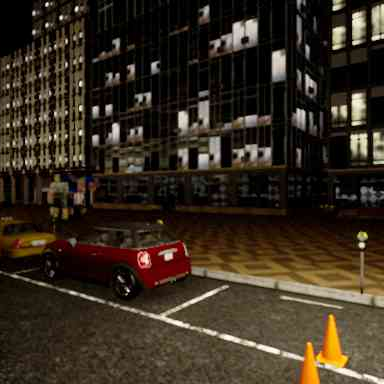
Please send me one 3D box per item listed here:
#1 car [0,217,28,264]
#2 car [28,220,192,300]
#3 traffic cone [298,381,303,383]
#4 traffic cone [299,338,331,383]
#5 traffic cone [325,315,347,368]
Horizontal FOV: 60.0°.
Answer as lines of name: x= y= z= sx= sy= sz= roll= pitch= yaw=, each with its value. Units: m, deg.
car: x=-6.714 y=1.573 z=11.856 sx=4.829 sy=1.417 sz=1.752 roll=0 pitch=0 yaw=36
car: x=-2.094 y=1.466 z=8.523 sx=4.097 sy=1.590 sz=1.967 roll=0 pitch=0 yaw=36
traffic cone: x=0.704 y=1.959 z=2.857 sx=0.340 sy=0.580 sz=0.340 roll=0 pitch=0 yaw=36
traffic cone: x=1.289 y=1.959 z=3.667 sx=0.340 sy=0.580 sz=0.340 roll=0 pitch=0 yaw=36
traffic cone: x=1.874 y=1.960 z=4.479 sx=0.340 sy=0.580 sz=0.340 roll=0 pitch=0 yaw=36
